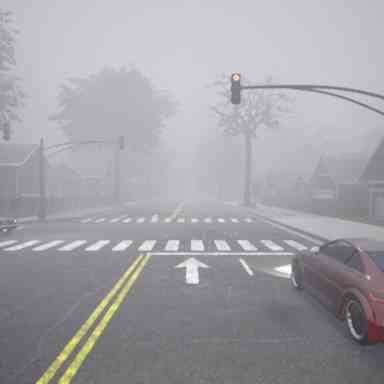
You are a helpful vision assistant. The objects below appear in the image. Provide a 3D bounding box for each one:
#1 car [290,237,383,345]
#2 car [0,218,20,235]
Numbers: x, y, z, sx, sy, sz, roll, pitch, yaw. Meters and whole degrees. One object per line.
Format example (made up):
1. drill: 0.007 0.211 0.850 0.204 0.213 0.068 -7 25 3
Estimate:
1. car: 3.342 1.548 6.334 1.994 1.385 4.181 0 0 0
2. car: -11.542 1.644 17.358 4.718 1.301 1.895 0 0 14
